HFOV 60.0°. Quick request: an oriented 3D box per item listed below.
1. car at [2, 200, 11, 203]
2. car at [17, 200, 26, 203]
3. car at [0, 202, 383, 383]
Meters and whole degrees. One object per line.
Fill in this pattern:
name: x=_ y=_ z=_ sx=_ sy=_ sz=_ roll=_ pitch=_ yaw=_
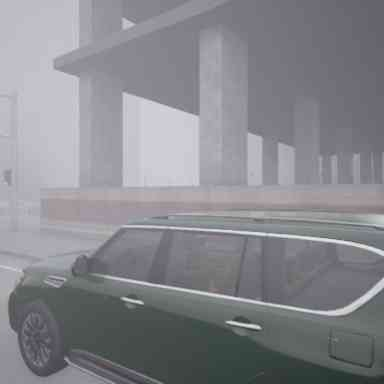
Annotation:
car: x=-18.332 y=1.555 z=33.759 sx=1.882 sy=1.535 sz=5.008 roll=0 pitch=0 yaw=36
car: x=-14.282 y=1.566 z=33.408 sx=2.128 sy=1.511 sz=4.902 roll=0 pitch=0 yaw=36
car: x=0.130 y=1.223 z=3.891 sx=5.566 sy=2.045 sz=2.150 roll=0 pitch=0 yaw=35
